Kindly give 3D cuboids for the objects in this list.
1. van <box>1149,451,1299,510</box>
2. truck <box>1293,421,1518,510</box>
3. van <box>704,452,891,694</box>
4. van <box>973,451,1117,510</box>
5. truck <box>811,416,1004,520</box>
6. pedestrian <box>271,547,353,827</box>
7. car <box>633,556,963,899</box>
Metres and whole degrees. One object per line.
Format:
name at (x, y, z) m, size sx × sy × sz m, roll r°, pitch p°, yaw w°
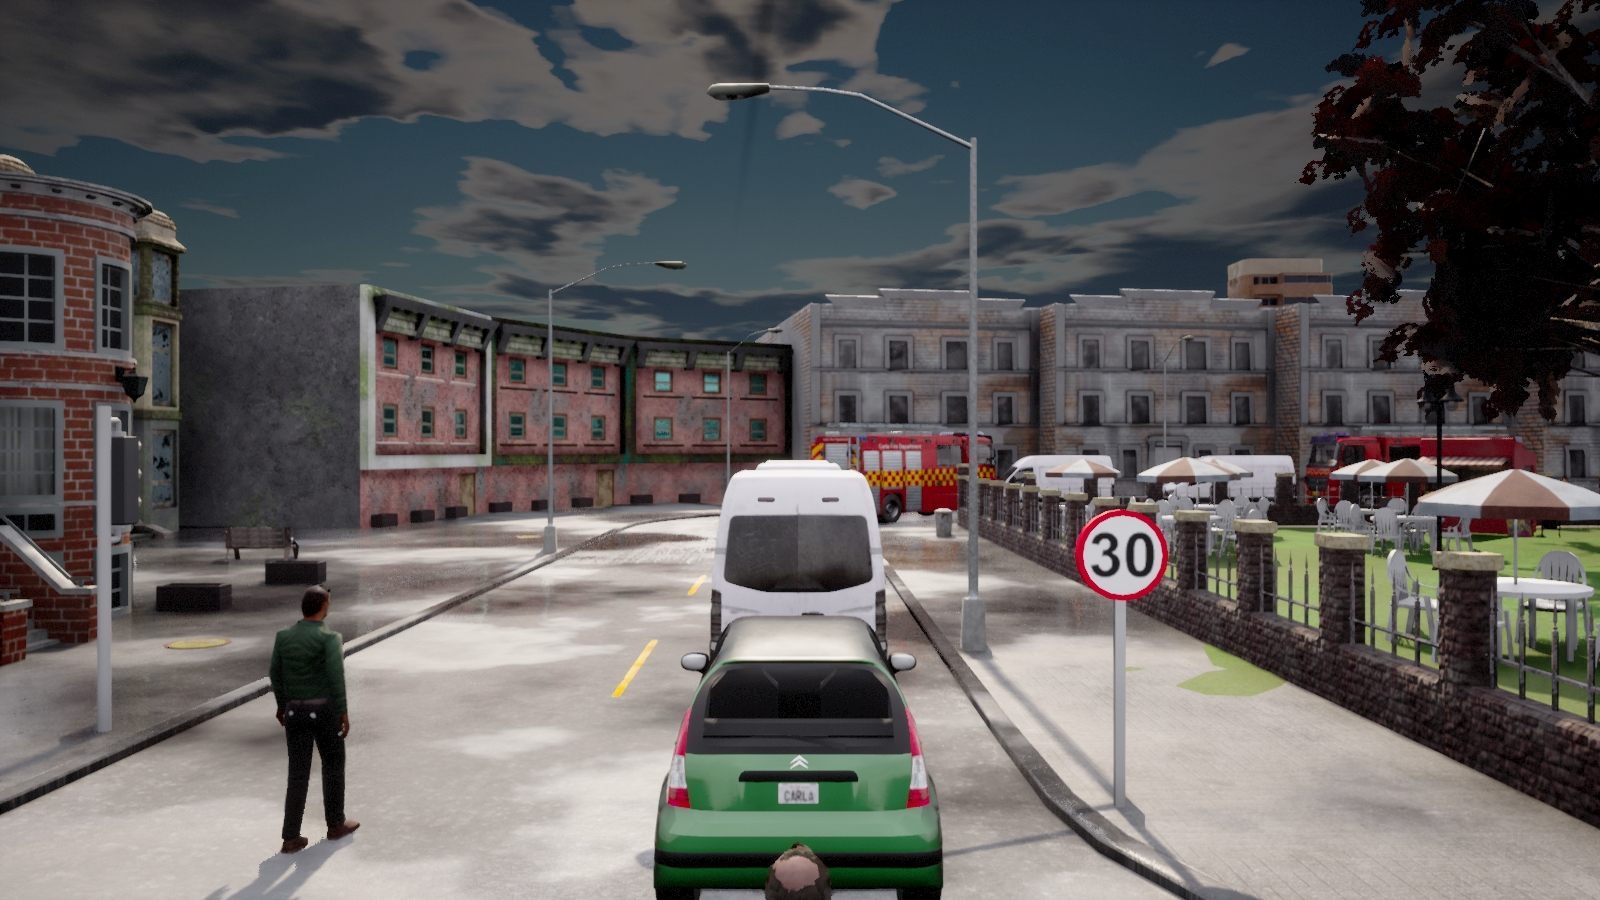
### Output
van at (18.656, 1.307, 50.452) m, size 5.915 × 2.561 × 1.988 m, roll 0°, pitch 0°, yaw 0°
truck at (26.739, 0.663, 50.713) m, size 8.468 × 3.827 × 2.891 m, roll 0°, pitch 0°, yaw 0°
van at (-0.025, 1.312, 15.105) m, size 1.988 × 2.561 × 5.915 m, roll 0°, pitch 0°, yaw 0°
van at (10.768, 1.307, 50.430) m, size 5.915 × 2.561 × 1.988 m, roll 0°, pitch 0°, yaw 0°
truck at (4.502, 0.665, 46.247) m, size 8.468 × 3.827 × 2.891 m, roll 0°, pitch 0°, yaw -43°
pedestrian at (-3.403, 1.627, 7.982) m, size 0.375 × 1.860 × 0.375 m, roll 0°, pitch 0°, yaw 12°
car at (-0.015, 1.778, 8.404) m, size 1.851 × 1.617 × 3.988 m, roll 0°, pitch 0°, yaw 0°
